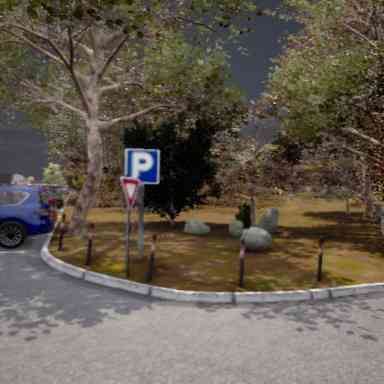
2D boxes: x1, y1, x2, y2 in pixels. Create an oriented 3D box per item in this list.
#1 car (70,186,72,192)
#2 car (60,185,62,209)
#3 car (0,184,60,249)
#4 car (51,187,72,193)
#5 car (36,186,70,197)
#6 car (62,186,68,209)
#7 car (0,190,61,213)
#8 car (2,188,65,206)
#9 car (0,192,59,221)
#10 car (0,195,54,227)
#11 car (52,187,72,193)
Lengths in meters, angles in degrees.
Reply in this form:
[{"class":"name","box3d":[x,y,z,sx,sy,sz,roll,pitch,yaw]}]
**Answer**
[{"class":"car","box3d":[-21.440,0.016,50.679,5.008,1.535,2.097,2,1,-19]},{"class":"car","box3d":[-8.582,0.712,13.878,5.566,2.045,2.435,2,1,-19]},{"class":"car","box3d":[-7.701,0.786,11.367,5.566,2.045,2.435,2,1,-19]},{"class":"car","box3d":[-33.687,-0.565,85.803,5.008,1.535,2.097,2,0,-19]},{"class":"car","box3d":[-23.283,-0.088,55.933,5.008,1.535,2.097,2,0,-19]},{"class":"car","box3d":[-11.346,0.491,21.760,5.566,2.045,2.435,2,1,-19]},{"class":"car","box3d":[-12.222,0.703,24.409,4.792,1.488,2.163,2,1,-19]},{"class":"car","box3d":[-15.188,0.459,32.220,5.366,1.575,1.946,2,1,-19]},{"class":"car","box3d":[-10.411,0.815,19.143,5.008,1.535,2.097,2,1,-19]},{"class":"car","box3d":[-9.529,0.925,16.634,4.674,1.452,2.002,2,1,-19]},{"class":"car","box3d":[-34.775,-0.613,88.890,4.892,1.521,2.231,2,0,-19]}]
